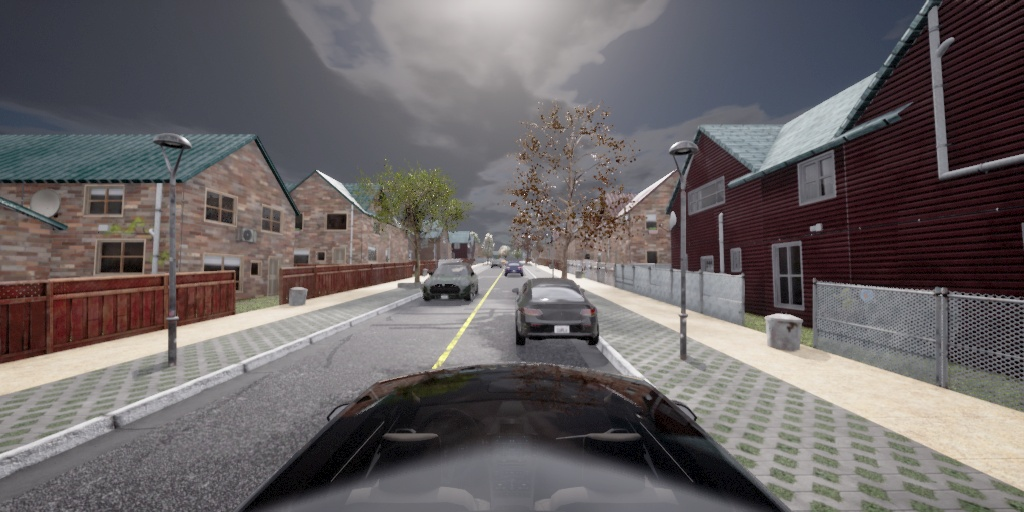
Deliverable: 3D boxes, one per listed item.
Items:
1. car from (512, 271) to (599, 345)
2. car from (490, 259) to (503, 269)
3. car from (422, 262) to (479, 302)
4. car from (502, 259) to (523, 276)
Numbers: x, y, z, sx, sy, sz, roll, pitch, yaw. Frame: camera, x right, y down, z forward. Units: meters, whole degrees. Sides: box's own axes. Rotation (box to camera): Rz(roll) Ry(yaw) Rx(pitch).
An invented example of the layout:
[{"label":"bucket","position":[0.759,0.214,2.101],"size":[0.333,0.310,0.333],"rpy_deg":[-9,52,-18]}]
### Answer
[{"label":"car","position":[0.993,1.283,9.365],"size":[1.812,1.442,4.674],"rpy_deg":[0,0,0]},{"label":"car","position":[-2.596,1.337,60.460],"size":[1.837,1.490,4.892],"rpy_deg":[0,-1,0]},{"label":"car","position":[-2.788,1.118,17.131],"size":[2.097,1.767,4.553],"rpy_deg":[0,0,0]},{"label":"car","position":[0.213,1.320,37.770],"size":[1.812,1.442,4.674],"rpy_deg":[0,0,0]}]
